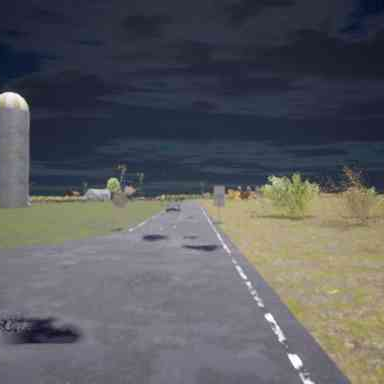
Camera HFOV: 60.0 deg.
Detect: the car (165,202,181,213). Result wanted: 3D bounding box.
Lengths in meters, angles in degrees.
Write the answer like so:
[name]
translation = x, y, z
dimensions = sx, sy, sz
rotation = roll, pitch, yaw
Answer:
[car]
translation = -2.494, 2.056, 44.889
dimensions = 1.994, 1.385, 4.181
rotation = 0, -1, 0
